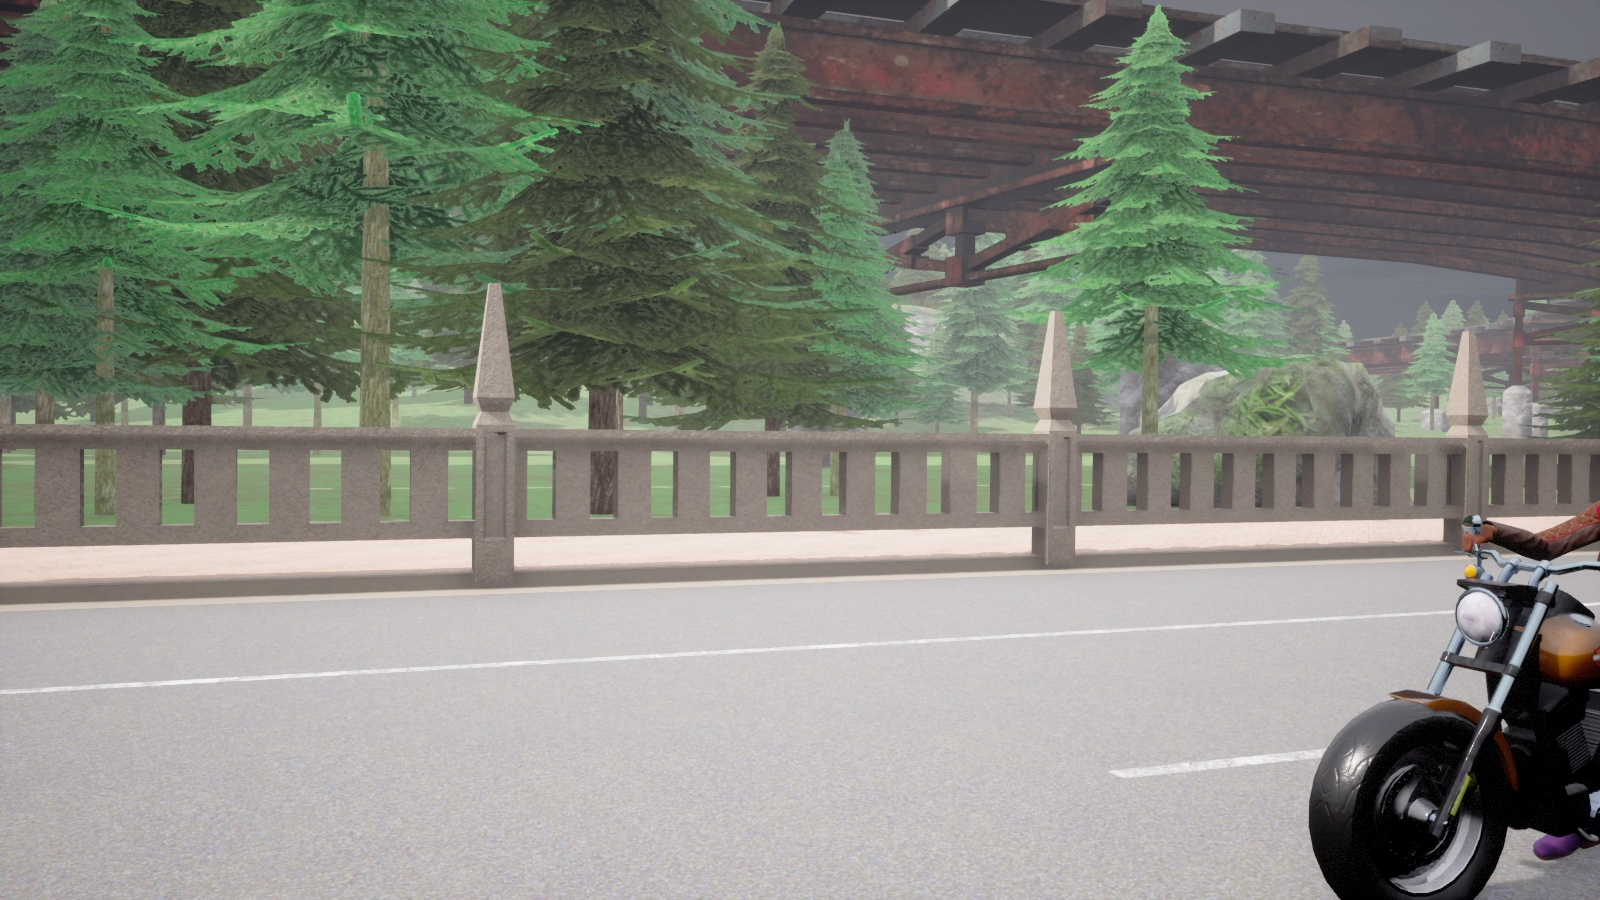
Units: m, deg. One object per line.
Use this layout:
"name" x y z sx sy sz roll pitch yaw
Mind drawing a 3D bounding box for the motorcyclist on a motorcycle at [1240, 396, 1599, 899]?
"motorcyclist on a motorcycle" 2.716 0.650 4.271 2.350 1.649 0.766 -1 1 -21
